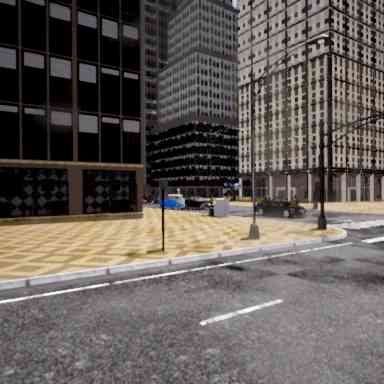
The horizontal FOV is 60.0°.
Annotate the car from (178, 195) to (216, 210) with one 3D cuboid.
[{"bbox_3d":[0.841,1.332,39.435,2.128,1.511,4.902,-1,1,-34],"label":"car"}]

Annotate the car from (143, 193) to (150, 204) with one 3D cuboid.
[{"bbox_3d":[-9.098,1.281,54.247,1.812,1.442,4.674,-1,1,-33],"label":"car"}]

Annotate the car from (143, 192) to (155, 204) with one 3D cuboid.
[{"bbox_3d":[-6.397,1.234,55.771,1.837,1.490,4.892,-1,1,-34],"label":"car"}]

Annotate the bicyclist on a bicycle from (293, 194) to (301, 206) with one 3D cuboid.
[{"bbox_3d":[12.028,1.098,38.473,1.656,1.620,0.582,-1,1,-34],"label":"bicyclist on a bicycle"}]

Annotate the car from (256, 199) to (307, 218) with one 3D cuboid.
[{"bbox_3d":[7.723,1.405,29.246,1.837,1.490,4.892,-1,1,-34],"label":"car"}]

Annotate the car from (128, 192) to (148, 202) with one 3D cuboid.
[{"bbox_3d":[-10.924,0.963,67.191,2.192,1.841,5.009,0,0,-34],"label":"car"}]

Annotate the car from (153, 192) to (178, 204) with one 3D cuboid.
[{"bbox_3d":[-4.721,1.017,58.011,2.192,1.841,5.009,0,0,-34],"label":"car"}]

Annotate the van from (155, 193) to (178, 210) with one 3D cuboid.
[{"bbox_3d":[-2.360,1.197,39.550,1.690,1.788,3.998,0,0,-34],"label":"van"}]

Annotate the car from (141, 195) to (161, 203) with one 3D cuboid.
[{"bbox_3d":[-7.822,1.219,62.602,1.887,1.381,4.507,0,0,-34],"label":"car"}]
